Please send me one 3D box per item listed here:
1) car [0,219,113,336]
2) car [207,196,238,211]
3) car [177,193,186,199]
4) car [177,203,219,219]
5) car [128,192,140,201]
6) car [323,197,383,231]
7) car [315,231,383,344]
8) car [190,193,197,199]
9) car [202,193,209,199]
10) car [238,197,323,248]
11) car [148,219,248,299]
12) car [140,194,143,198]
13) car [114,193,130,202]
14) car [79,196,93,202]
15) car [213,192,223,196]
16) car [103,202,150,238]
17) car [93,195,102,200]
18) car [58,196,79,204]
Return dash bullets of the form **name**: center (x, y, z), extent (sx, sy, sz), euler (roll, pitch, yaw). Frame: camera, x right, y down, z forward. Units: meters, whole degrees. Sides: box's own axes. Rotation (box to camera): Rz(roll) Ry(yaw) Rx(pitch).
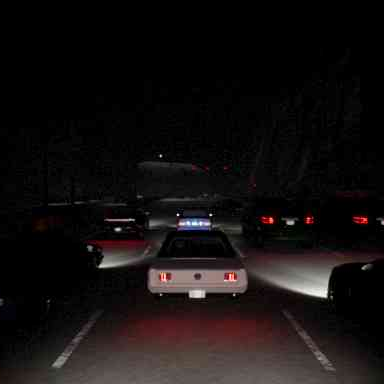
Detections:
- **car**: center (-3.391, 1.547, 6.953), extent (2.033, 1.411, 5.357), euler (0, 0, 0)
- **car**: center (4.417, 1.548, 40.845), extent (2.033, 1.411, 5.357), euler (0, 0, 37)
- **car**: center (-3.110, 1.170, 93.230), extent (1.882, 1.535, 5.008), euler (0, 1, 1)
- **car**: center (0.128, 1.547, 18.219), extent (2.033, 1.411, 5.357), euler (0, 0, 0)
- **car**: center (-13.787, 1.137, 74.707), extent (2.150, 2.045, 5.566), euler (0, 0, 1)
- **car**: center (7.115, 1.221, 14.902), extent (2.150, 2.045, 5.566), euler (0, 0, 0)
- **car**: center (3.605, 1.564, 4.815), extent (1.994, 1.385, 4.181), euler (0, 0, 0)
- **car**: center (0.394, 1.242, 93.579), extent (1.994, 1.385, 4.181), euler (0, 1, 1)
- **car**: center (3.890, 1.217, 93.169), extent (2.128, 1.511, 4.902), euler (0, 1, 1)
- **car**: center (3.616, 1.221, 14.869), extent (2.150, 2.045, 5.566), euler (0, 0, 0)
- **car**: center (0.111, 1.601, 8.384), extent (1.895, 1.301, 4.718), euler (0, 0, 0)
- **car**: center (-13.690, 1.335, 84.887), extent (1.812, 1.442, 4.674), euler (0, 1, 1)
- **car**: center (-13.880, 1.463, 64.614), extent (1.837, 1.490, 4.892), euler (0, 0, 0)
- **car**: center (-24.291, 1.511, 74.366), extent (1.895, 1.301, 4.718), euler (0, 0, 1)
- **car**: center (7.390, 0.917, 93.163), extent (2.150, 2.045, 5.566), euler (0, 1, 1)
- **car**: center (-3.372, 1.491, 17.529), extent (2.128, 1.511, 4.902), euler (0, 0, 0)
- **car**: center (-24.194, 1.370, 84.438), extent (1.994, 1.385, 4.181), euler (0, 1, 1)
- **car**: center (-24.379, 1.436, 64.684), extent (1.882, 1.535, 5.008), euler (0, 0, 0)
